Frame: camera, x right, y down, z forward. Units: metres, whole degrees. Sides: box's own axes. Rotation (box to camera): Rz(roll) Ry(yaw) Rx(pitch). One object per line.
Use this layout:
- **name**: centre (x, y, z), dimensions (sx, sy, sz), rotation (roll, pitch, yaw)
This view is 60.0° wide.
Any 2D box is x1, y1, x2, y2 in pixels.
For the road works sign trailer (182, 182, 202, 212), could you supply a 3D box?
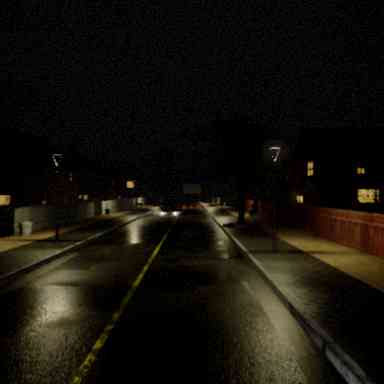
- **road works sign trailer**: centre (0.001, 0.617, 40.822), dimensions (2.380, 3.560, 2.880), rotation (0, 0, 0)

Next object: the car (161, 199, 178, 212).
- **car**: centre (-2.841, 1.639, 42.181), dimensions (1.882, 1.535, 5.008), rotation (0, 0, 0)
